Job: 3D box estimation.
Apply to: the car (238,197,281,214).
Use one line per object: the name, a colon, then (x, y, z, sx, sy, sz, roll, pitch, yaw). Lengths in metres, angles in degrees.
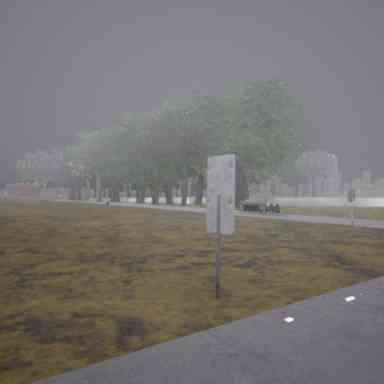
car: (6.746, 1.266, 33.914, 2.097, 1.767, 4.553, 1, -1, -35)
